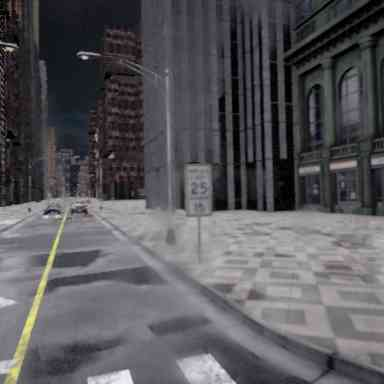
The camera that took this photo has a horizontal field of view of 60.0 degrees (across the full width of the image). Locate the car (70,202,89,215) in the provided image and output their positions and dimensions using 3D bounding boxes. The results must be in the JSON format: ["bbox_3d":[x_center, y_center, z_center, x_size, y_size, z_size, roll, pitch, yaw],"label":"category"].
[{"bbox_3d":[-13.620,1.983,40.233,1.812,1.442,4.674,-1,0,-19],"label":"car"}]

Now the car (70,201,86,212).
[{"bbox_3d":[-16.558,2.102,48.286,2.033,1.411,5.357,-1,0,-20],"label":"car"}]

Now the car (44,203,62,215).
[{"bbox_3d":[-17.403,2.087,41.782,2.033,1.411,5.357,-1,0,-20],"label":"car"}]
